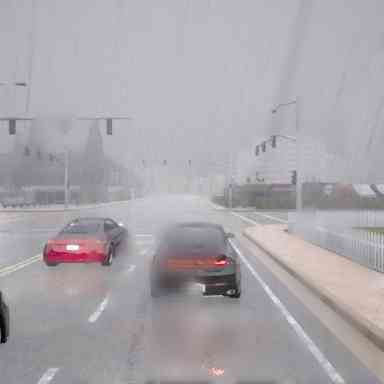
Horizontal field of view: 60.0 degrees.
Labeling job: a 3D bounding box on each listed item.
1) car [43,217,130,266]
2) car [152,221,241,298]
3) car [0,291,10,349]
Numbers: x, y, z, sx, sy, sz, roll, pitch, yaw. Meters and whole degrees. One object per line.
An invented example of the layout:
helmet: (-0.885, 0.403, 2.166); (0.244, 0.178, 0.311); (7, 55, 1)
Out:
car: (-3.416, 1.564, 11.517); (1.994, 1.385, 4.181); (0, 0, 0)
car: (0.088, 1.505, 8.478); (1.837, 1.490, 4.892); (0, 0, 0)
car: (-3.408, 1.492, 2.609); (2.128, 1.511, 4.902); (0, 0, 0)
